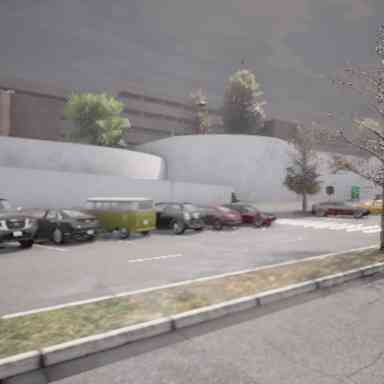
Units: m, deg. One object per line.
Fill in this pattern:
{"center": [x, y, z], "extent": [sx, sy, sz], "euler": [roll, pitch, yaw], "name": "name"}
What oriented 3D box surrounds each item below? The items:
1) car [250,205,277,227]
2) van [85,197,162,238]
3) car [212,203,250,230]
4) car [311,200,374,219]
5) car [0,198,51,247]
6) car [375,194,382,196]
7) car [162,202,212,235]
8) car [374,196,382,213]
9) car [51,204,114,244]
{"center": [3.386, 1.529, 22.653], "extent": [4.792, 1.488, 2.163], "euler": [-1, -1, 34], "name": "car"}
{"center": [-4.045, 1.272, 17.527], "extent": [4.442, 1.987, 1.878], "euler": [-1, -1, 35], "name": "van"}
{"center": [0.915, 1.539, 20.918], "extent": [4.674, 1.452, 2.002], "euler": [-1, -1, 35], "name": "car"}
{"center": [13.164, 1.534, 29.619], "extent": [4.792, 1.488, 2.163], "euler": [-1, -1, 34], "name": "car"}
{"center": [-8.779, 1.243, 13.990], "extent": [5.566, 2.045, 2.435], "euler": [-1, -1, 35], "name": "car"}
{"center": [22.948, 1.243, 36.594], "extent": [5.566, 2.045, 2.435], "euler": [-1, -1, 35], "name": "car"}
{"center": [-1.492, 1.372, 19.175], "extent": [4.553, 1.767, 2.185], "euler": [-1, -1, 34], "name": "car"}
{"center": [17.874, 1.504, 33.217], "extent": [5.366, 1.575, 1.946], "euler": [-1, 0, 35], "name": "car"}
{"center": [-6.371, 1.496, 15.726], "extent": [4.892, 1.521, 2.231], "euler": [-1, -1, 34], "name": "car"}
